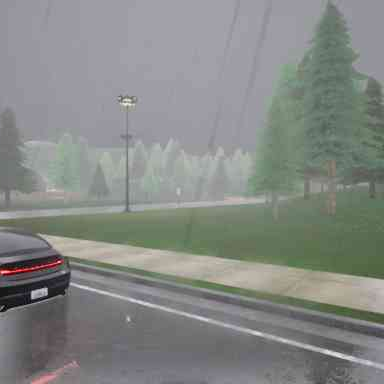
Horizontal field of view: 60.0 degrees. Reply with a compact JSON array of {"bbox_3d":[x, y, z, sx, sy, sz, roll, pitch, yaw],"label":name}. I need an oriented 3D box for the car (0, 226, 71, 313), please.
[{"bbox_3d":[-4.605,1.504,7.153,4.892,1.490,1.837,0,0,35],"label":"car"}]
